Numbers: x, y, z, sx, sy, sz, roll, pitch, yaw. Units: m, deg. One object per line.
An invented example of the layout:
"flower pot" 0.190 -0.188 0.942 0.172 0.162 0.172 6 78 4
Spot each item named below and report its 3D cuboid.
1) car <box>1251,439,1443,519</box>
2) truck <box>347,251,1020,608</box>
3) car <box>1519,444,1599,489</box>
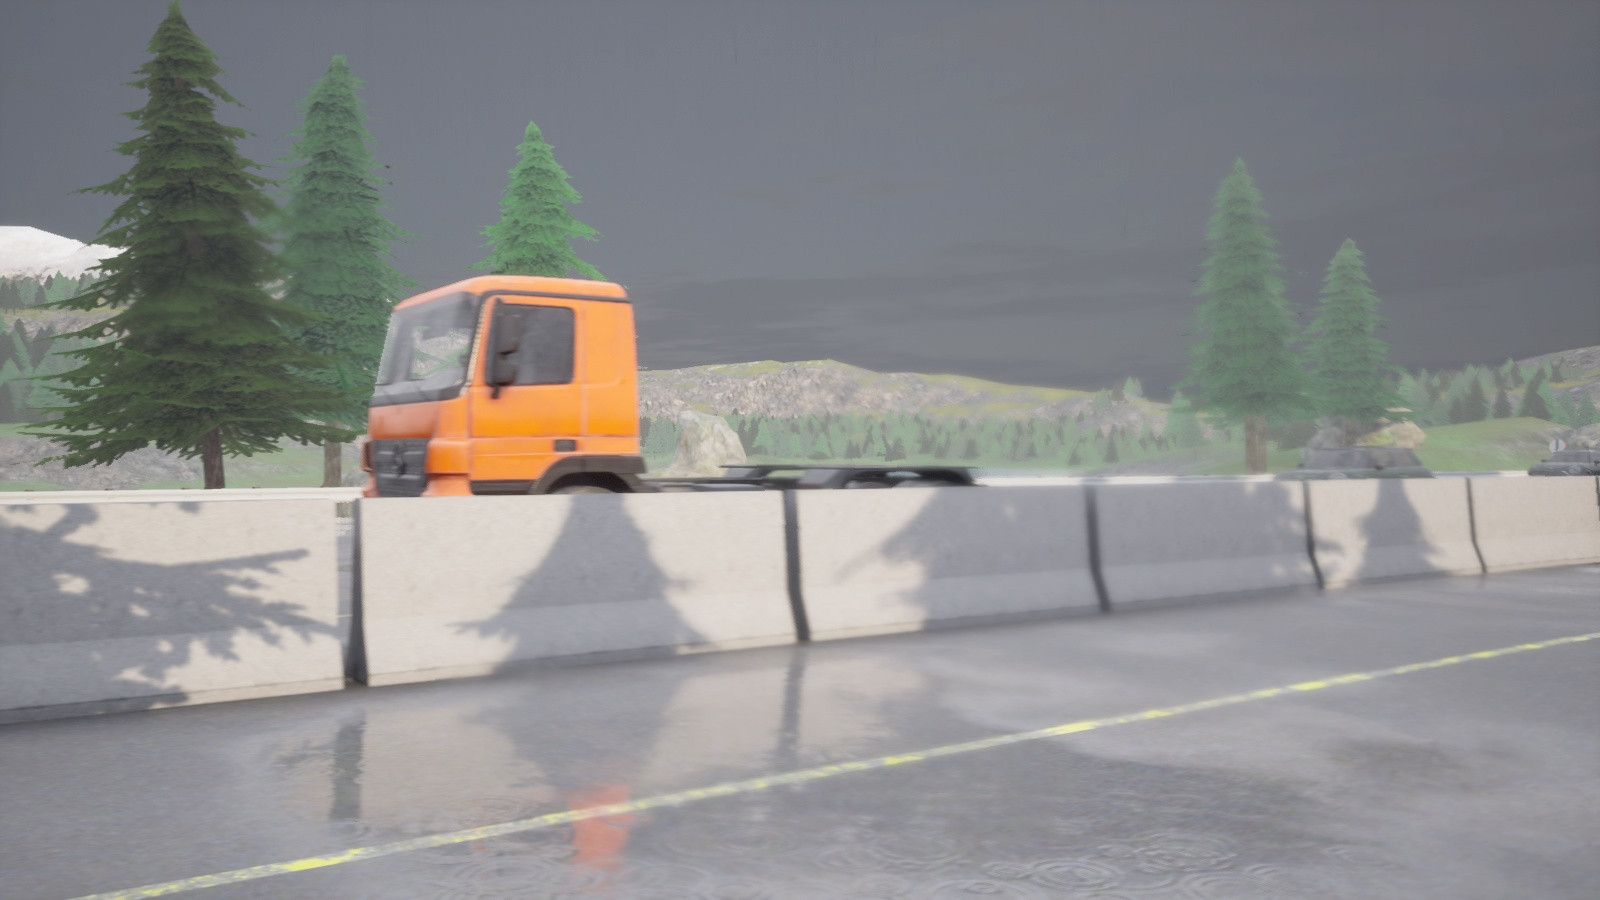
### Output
"car" 12.995 0.642 29.770 4.553 1.767 2.097 0 0 -35
"truck" -1.162 -0.198 15.635 7.936 3.462 2.891 0 0 -35
"car" 31.596 0.650 51.283 4.553 1.767 2.097 0 0 -35
